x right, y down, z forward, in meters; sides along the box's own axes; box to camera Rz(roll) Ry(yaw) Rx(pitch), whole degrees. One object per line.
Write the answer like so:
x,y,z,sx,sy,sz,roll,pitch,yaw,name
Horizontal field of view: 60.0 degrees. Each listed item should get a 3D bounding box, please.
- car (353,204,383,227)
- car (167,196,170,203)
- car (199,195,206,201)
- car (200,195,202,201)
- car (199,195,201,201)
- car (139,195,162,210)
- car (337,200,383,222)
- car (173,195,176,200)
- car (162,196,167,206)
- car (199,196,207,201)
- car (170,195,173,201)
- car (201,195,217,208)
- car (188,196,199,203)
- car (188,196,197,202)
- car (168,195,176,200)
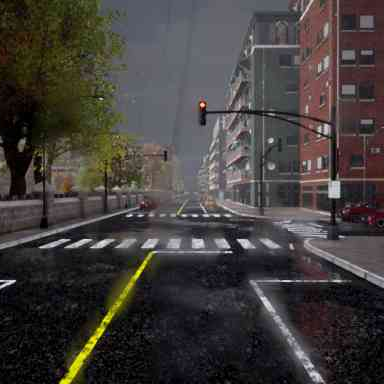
14.693,1.851,24.677,4.181,1.385,1.994,1,0,0,car
-5.623,1.566,60.483,1.887,1.381,4.507,0,0,0,car
2.789,1.592,88.150,1.887,1.381,4.507,0,0,0,car
2.752,1.562,54.939,1.887,1.381,4.507,0,0,0,car
2.758,1.572,60.475,2.008,1.369,4.403,0,0,0,car
-5.642,1.324,43.878,2.192,1.841,5.009,0,0,0,car
14.648,1.591,27.282,5.009,1.841,2.192,1,-1,0,car
-5.597,1.623,82.624,1.802,1.307,4.206,0,0,0,car
-5.629,1.457,54.948,1.967,1.590,4.097,0,0,0,car
2.783,1.586,82.615,1.887,1.381,4.507,0,0,0,car
-5.610,1.613,71.553,1.802,1.307,4.206,0,0,0,car
2.746,1.538,49.574,1.752,1.417,4.829,0,0,0,car
0.084,1.576,69.182,2.033,1.411,5.357,0,0,0,car
0.094,1.591,79.593,1.994,1.385,4.181,0,0,0,car
-5.585,1.579,93.524,1.752,1.417,4.829,0,0,0,car
